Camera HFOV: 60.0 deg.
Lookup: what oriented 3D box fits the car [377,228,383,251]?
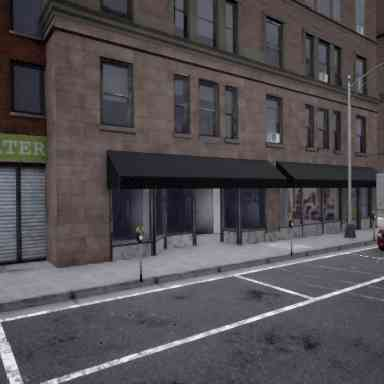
[{"bbox_3d":[8.926,1.541,12.923,4.507,1.381,1.887,0,-1,-36],"label":"car"}]
